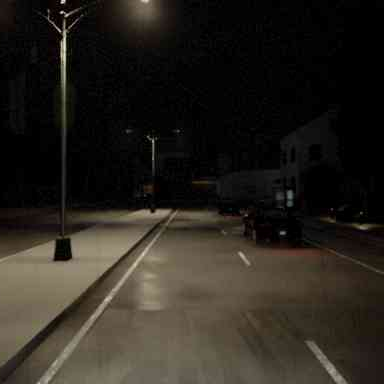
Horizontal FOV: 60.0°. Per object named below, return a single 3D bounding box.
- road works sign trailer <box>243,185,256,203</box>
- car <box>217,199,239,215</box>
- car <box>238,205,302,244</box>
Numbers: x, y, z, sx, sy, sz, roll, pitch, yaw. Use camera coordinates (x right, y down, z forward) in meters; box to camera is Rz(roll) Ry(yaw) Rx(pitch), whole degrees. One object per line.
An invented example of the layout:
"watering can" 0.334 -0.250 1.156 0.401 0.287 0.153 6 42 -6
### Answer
"road works sign trailer" 12.023 0.423 67.628 2.380 3.560 2.880 0 0 35
"car" 3.605 1.457 33.756 1.882 1.535 5.008 0 0 0
"car" 3.603 1.468 15.678 1.882 1.535 5.008 0 0 0
